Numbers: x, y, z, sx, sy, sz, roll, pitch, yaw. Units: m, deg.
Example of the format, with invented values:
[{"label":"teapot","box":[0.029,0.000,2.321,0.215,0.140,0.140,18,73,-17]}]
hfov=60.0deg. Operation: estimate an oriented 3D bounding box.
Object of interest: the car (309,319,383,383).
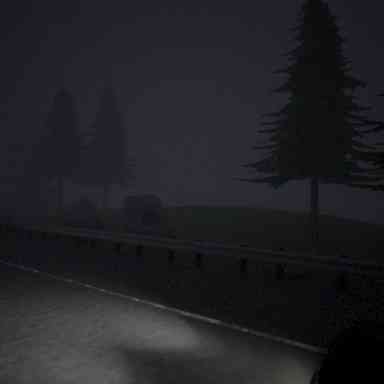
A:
[{"label":"car","box":[3.105,1.607,1.798,4.718,1.301,1.895,0,0,36]}]
